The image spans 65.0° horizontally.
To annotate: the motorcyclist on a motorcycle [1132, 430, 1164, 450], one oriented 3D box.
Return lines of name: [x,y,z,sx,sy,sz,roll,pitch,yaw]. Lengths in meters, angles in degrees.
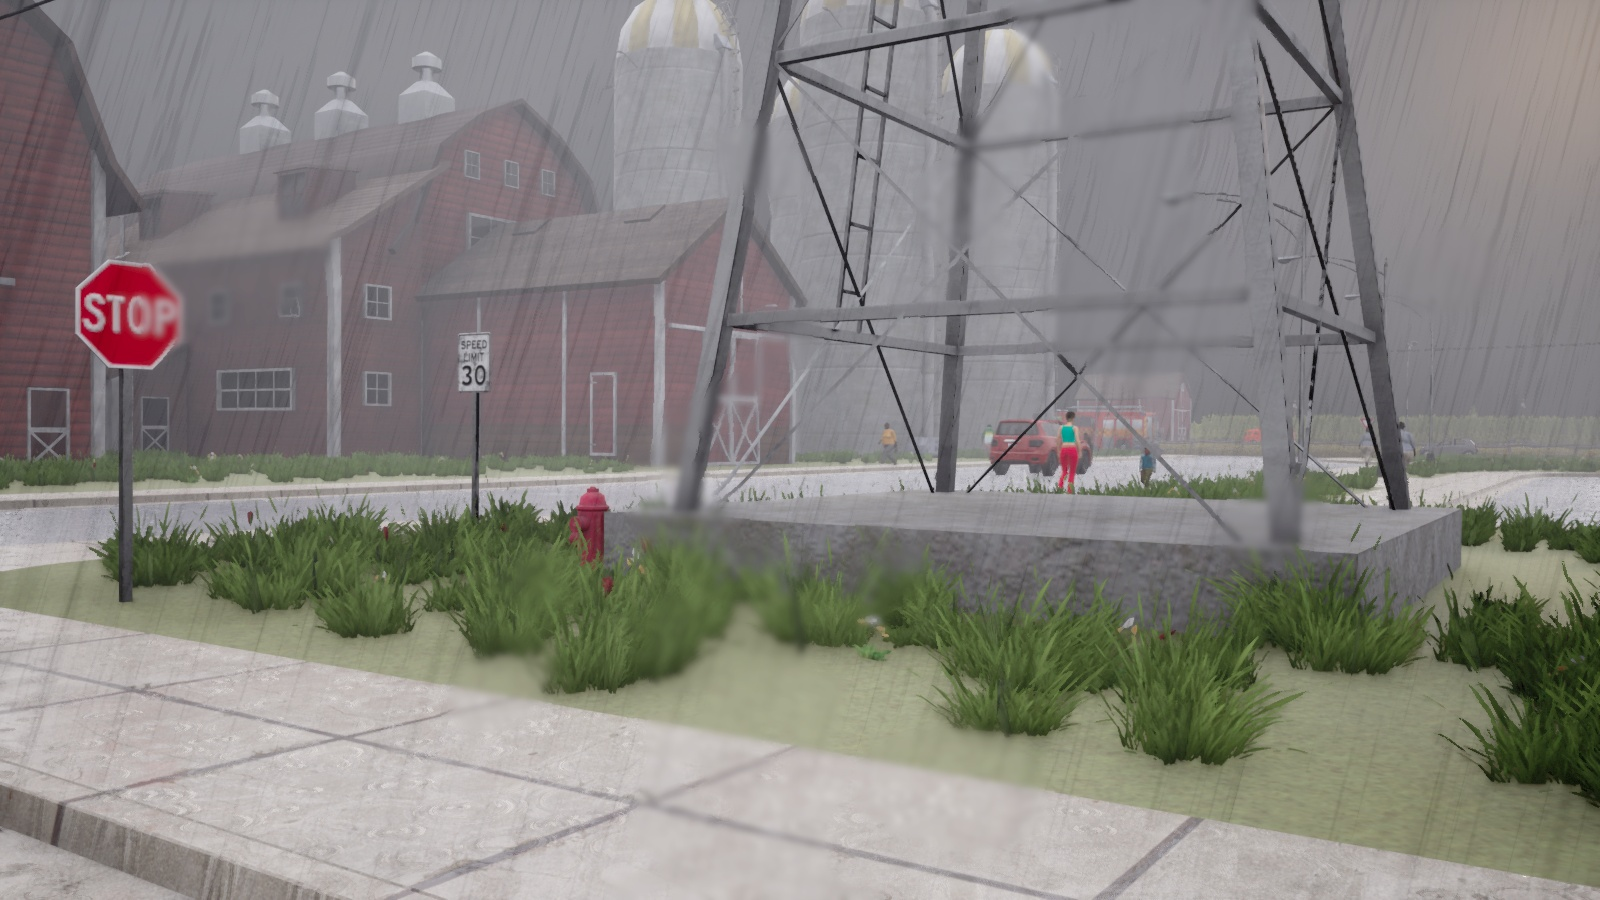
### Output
motorcyclist on a motorcycle: [26.258,-0.765,94.751,2.191,1.530,0.866,0,1,33]

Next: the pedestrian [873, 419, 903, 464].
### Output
pedestrian: [3.666,-0.359,52.209,0.900,1.855,0.874,-1,1,-36]

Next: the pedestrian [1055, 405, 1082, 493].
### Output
pedestrian: [5.633,-0.024,26.342,0.345,1.836,0.594,0,1,34]

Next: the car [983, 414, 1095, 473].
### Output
car: [8.935,-0.265,46.498,2.150,2.045,5.566,0,1,33]

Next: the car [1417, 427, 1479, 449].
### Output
car: [44.769,-0.844,86.729,3.633,1.501,1.845,0,1,33]

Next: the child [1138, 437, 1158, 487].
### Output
child: [8.372,0.278,30.210,0.343,1.192,0.448,0,1,35]

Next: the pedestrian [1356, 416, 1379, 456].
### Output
pedestrian: [26.209,-0.642,58.000,0.874,1.855,0.900,0,1,32]

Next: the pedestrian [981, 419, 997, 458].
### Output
pedestrian: [9.657,-0.580,64.110,0.659,1.952,0.873,0,1,15]

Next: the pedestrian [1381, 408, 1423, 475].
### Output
pedestrian: [16.857,-0.241,35.191,0.874,1.855,0.900,0,1,11]
